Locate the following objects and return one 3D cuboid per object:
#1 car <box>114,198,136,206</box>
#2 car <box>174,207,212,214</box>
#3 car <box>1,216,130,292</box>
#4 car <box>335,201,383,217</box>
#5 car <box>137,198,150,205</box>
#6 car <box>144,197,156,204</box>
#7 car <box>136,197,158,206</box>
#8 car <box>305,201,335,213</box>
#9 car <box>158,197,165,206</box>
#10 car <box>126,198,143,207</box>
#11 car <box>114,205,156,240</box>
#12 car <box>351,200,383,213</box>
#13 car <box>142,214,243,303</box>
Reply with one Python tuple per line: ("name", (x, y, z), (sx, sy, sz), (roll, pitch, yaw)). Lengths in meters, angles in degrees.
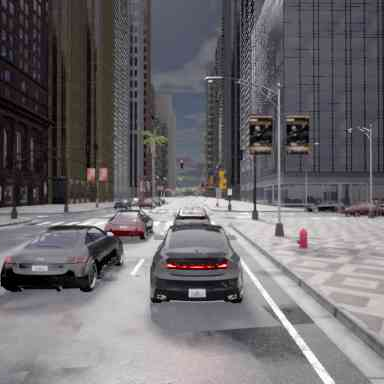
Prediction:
("car", (-9.918, 1.765, 48.307), (2.033, 1.411, 5.357), (0, 0, 0))
("car", (0.025, 1.529, 17.526), (2.128, 1.511, 4.902), (0, 0, 0))
("car", (-3.168, 1.576, 8.979), (1.994, 1.385, 4.181), (0, 0, 1))
("car", (15.274, 1.576, 29.247), (4.206, 1.307, 1.802), (0, 0, -1))
("car", (-9.852, 1.923, 67.748), (1.994, 1.385, 4.181), (0, 0, 1))
("car", (-9.863, 1.986, 78.342), (2.033, 1.411, 5.357), (0, 0, 0))
("car", (-6.667, 1.706, 50.037), (1.882, 1.535, 5.008), (0, 0, 0))
("car", (15.131, 1.660, 37.771), (4.313, 1.339, 1.947), (0, 0, -1))
("car", (-6.656, 1.652, 60.074), (2.097, 1.767, 4.553), (0, 0, 0))
("car", (-9.915, 1.775, 57.862), (2.128, 1.511, 4.902), (0, 0, 0))
("car", (-3.174, 1.601, 17.379), (1.994, 1.385, 4.181), (0, 0, 0))
("car", (20.771, 1.641, 37.867), (4.313, 1.339, 1.947), (0, 0, -1))
("car", (0.089, 1.515, 8.204), (1.837, 1.490, 4.892), (0, 0, 0))
